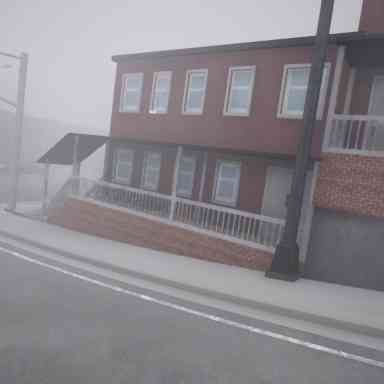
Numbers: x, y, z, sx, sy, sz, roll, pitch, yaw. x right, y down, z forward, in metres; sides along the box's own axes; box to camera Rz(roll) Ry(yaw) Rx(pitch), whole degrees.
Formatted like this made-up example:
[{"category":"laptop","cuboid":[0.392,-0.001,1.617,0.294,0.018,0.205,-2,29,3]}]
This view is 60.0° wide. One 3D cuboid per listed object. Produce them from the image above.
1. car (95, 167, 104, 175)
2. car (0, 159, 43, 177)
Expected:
[{"category":"car","cuboid":[-11.731,-3.042,48.126,2.128,1.511,4.902,11,7,35]},{"category":"car","cuboid":[-17.678,-2.625,33.932,2.097,1.767,4.553,11,6,35]}]
